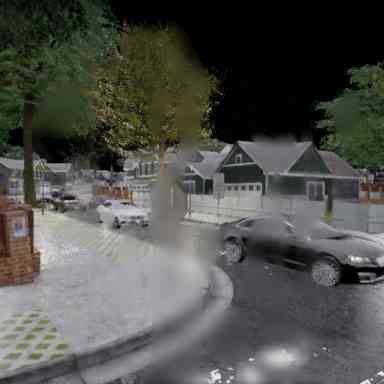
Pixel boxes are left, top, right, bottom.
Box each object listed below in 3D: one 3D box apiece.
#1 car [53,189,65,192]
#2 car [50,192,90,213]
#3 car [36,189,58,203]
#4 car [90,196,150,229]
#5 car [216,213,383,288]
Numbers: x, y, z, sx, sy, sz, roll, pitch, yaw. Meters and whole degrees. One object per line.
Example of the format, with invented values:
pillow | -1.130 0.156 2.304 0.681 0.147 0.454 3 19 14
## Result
car | -21.776 0.249 53.671 1.837 1.490 4.892 0 1 -15
car | -10.489 0.967 28.458 1.812 1.442 4.674 0 1 -34
car | -17.216 0.730 38.378 1.994 1.385 4.181 0 1 -34
car | -4.090 1.189 19.082 1.812 1.442 4.674 0 1 -34
car | 2.795 1.389 9.271 2.128 1.511 4.902 -1 2 -39
